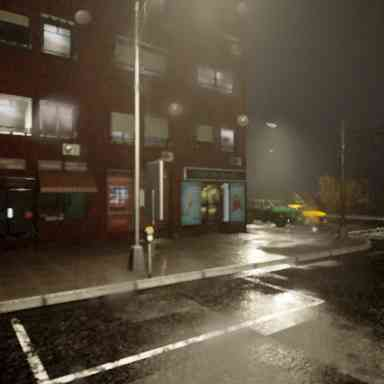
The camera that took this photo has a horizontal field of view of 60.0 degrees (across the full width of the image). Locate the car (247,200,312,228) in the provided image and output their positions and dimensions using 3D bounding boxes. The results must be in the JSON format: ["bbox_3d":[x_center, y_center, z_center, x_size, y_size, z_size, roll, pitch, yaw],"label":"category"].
[{"bbox_3d":[6.328,1.640,26.575,2.150,2.045,5.566,0,0,-34],"label":"car"}]

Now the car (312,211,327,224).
[{"bbox_3d":[9.011,1.895,28.384,1.882,1.535,5.008,0,0,-35],"label":"car"}]
